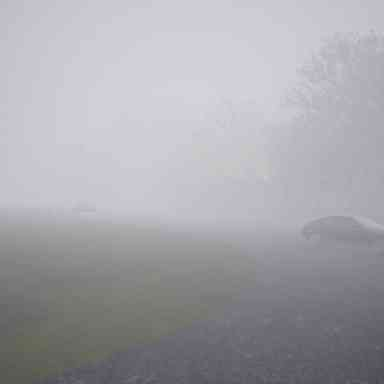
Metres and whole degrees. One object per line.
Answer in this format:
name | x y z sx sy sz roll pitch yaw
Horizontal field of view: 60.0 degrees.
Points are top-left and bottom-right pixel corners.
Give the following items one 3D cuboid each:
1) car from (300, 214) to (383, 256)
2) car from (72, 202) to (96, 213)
car | 6.891 1.692 14.261 1.812 1.442 4.674 2 -1 -36
car | -13.795 1.985 42.576 1.994 1.385 4.181 2 -1 -36
